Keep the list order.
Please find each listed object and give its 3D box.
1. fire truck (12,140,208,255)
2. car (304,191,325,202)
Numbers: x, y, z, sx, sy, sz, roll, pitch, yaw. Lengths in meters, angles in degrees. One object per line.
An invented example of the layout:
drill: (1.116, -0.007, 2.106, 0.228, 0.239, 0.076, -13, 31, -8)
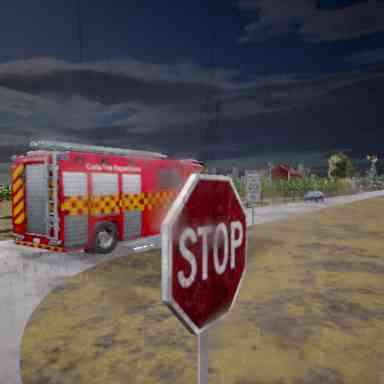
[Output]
fire truck: (-2.602, 0.159, 13.815, 2.891, 3.827, 8.468, 0, 1, 35)
car: (17.391, 0.617, 47.268, 1.882, 1.535, 5.008, 0, 1, 35)
